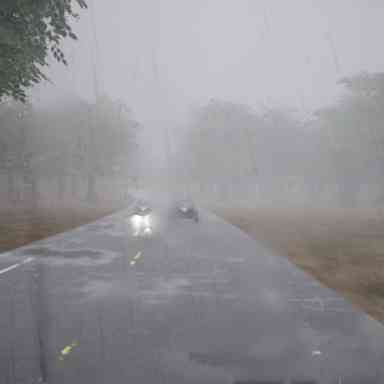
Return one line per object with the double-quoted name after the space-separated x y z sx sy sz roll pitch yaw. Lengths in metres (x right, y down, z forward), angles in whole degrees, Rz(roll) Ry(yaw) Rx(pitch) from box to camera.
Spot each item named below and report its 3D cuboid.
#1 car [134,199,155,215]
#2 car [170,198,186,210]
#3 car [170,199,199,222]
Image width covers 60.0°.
-4.762 1.451 33.863 2.128 1.511 4.902 0 0 -3 "car"
-1.891 1.509 43.307 1.895 1.301 4.718 0 0 -5 "car"
-0.659 1.321 25.881 2.097 1.767 4.553 0 0 -3 "car"
